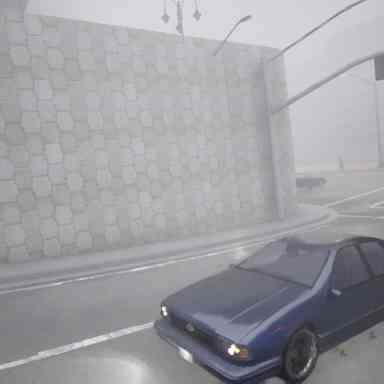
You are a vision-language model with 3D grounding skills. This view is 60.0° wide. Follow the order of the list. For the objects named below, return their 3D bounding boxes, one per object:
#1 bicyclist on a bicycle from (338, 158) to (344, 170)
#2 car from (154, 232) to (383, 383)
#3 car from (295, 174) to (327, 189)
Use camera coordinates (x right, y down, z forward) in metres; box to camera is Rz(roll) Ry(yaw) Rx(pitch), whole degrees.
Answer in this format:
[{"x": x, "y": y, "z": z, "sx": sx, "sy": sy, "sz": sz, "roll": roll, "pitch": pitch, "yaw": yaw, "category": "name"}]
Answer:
[{"x": 20.060, "y": -3.822, "z": 44.866, "sx": 1.656, "sy": 1.620, "sz": 0.582, "roll": -11, "pitch": 6, "yaw": -35, "category": "bicyclist on a bicycle"}, {"x": 2.083, "y": 1.440, "z": 5.486, "sx": 5.357, "sy": 1.411, "sz": 2.033, "roll": -3, "pitch": 2, "yaw": -35, "category": "car"}, {"x": 10.006, "y": -1.015, "z": 30.947, "sx": 1.895, "sy": 1.301, "sz": 4.718, "roll": -11, "pitch": 6, "yaw": -35, "category": "car"}]
